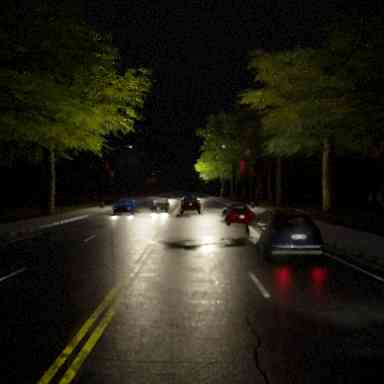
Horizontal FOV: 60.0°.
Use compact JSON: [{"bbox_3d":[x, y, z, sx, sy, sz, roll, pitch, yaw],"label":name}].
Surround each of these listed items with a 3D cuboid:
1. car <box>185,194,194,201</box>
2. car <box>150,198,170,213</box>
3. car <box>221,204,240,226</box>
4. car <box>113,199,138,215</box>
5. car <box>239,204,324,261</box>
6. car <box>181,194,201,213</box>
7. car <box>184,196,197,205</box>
[{"bbox_3d":[-0.562,1.245,73.607,2.033,1.411,5.357,0,0,-1],"label":"car"},{"bbox_3d":[-3.479,1.433,36.863,2.128,1.511,4.902,0,0,0],"label":"car"},{"bbox_3d":[3.187,1.540,23.346,1.994,1.385,4.181,0,0,0],"label":"car"},{"bbox_3d":[-6.717,1.430,34.066,1.882,1.535,5.008,0,0,0],"label":"car"},{"bbox_3d":[3.230,1.422,12.335,2.033,1.649,4.856,0,0,0],"label":"car"},{"bbox_3d":[-0.159,1.297,36.295,2.097,1.767,4.553,0,0,0],"label":"car"},{"bbox_3d":[-0.224,1.384,55.249,2.033,1.411,5.357,0,0,-1],"label":"car"}]
